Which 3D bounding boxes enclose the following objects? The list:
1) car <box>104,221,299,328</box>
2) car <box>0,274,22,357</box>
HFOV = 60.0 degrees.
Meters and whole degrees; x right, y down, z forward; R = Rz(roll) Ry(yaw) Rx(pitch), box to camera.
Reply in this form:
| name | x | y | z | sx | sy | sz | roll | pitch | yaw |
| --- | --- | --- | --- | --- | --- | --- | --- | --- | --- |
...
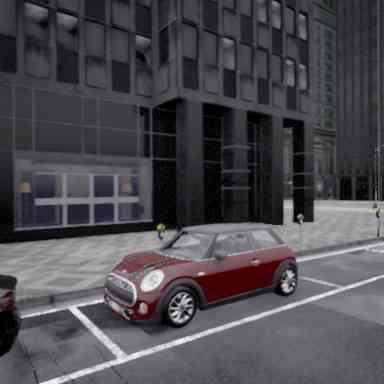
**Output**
| name | x | y | z | sx | sy | sz | roll | pitch | yaw |
| --- | --- | --- | --- | --- | --- | --- | --- | --- | --- |
| car | 0.296 | 1.424 | 6.880 | 4.097 | 1.590 | 1.967 | 0 | 0 | -36 |
| car | -4.249 | 1.579 | 3.606 | 4.313 | 1.339 | 1.947 | 0 | 0 | -36 |
